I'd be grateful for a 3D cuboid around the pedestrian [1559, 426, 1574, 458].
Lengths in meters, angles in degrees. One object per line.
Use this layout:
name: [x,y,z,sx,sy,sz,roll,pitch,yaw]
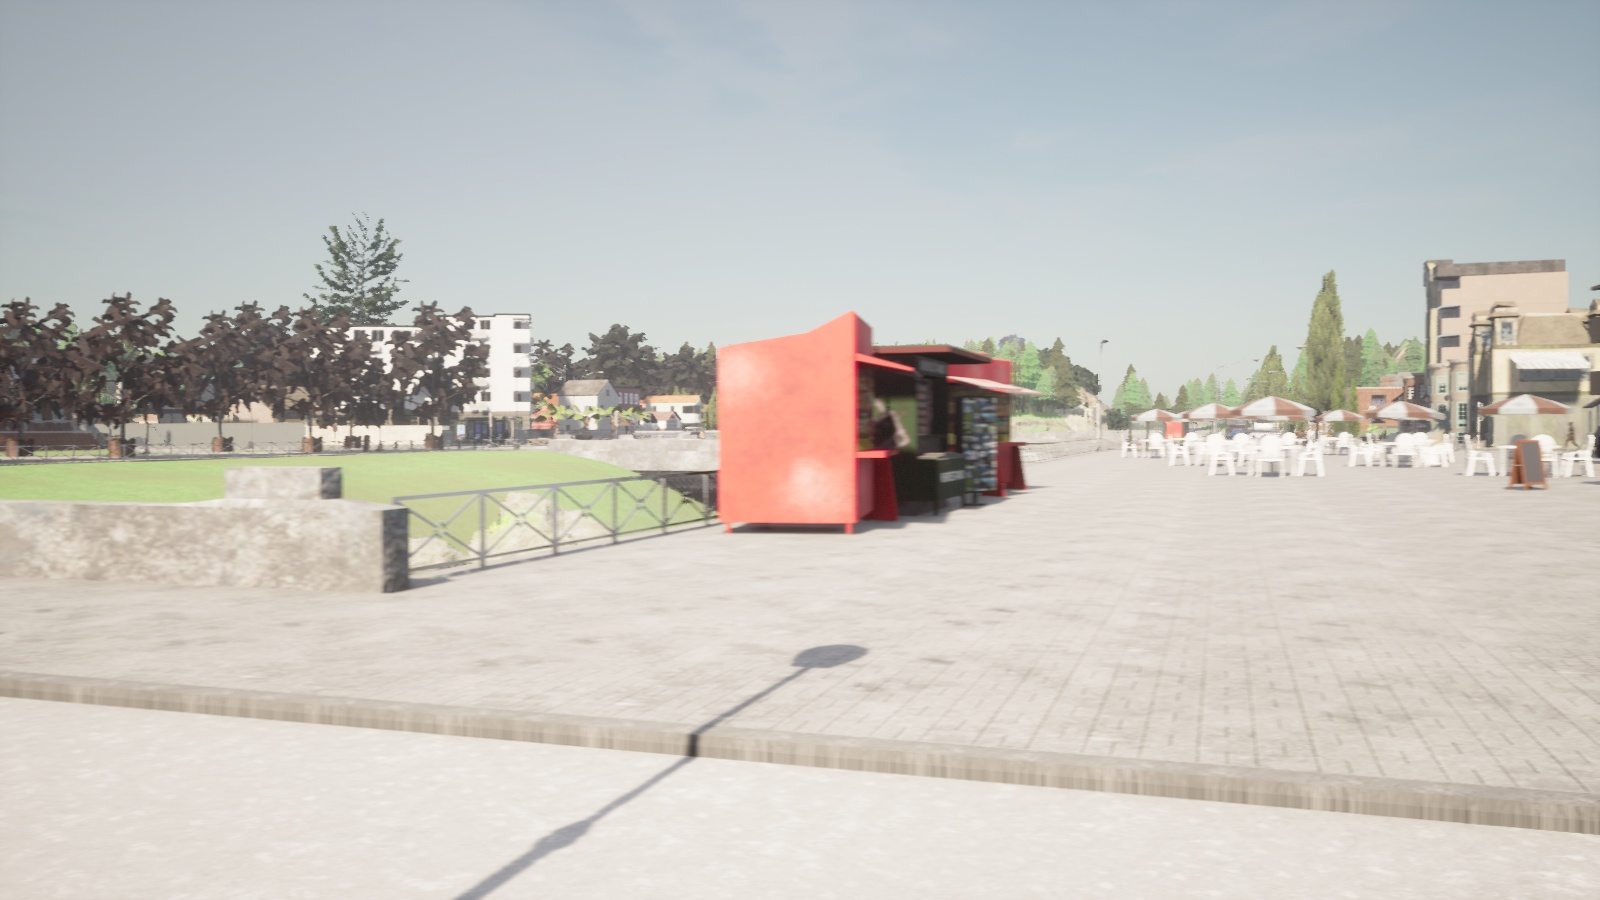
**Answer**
pedestrian: [46.008,-0.496,75.384,0.692,1.930,0.395,1,1,28]
